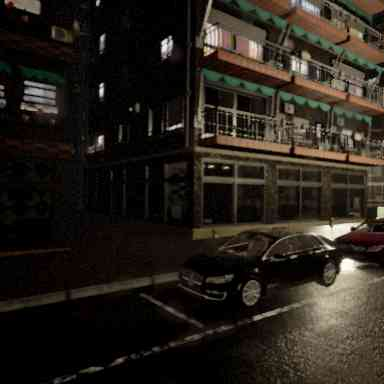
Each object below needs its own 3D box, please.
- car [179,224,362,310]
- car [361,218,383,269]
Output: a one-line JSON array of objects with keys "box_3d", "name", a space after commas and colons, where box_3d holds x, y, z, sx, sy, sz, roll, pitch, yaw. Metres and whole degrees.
[{"box_3d": [1.755, 1.542, 7.753, 4.403, 1.369, 2.008, 0, 1, -35], "name": "car"}, {"box_3d": [6.384, 1.564, 11.055, 4.206, 1.307, 1.802, 0, 1, -35], "name": "car"}]
